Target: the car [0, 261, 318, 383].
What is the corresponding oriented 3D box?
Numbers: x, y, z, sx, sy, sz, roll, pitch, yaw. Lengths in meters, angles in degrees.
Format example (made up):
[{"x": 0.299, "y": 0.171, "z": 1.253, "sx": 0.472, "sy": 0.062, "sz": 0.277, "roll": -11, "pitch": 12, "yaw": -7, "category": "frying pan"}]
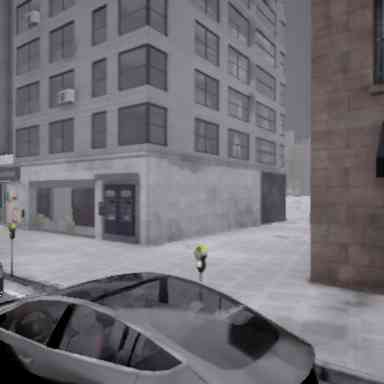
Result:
[{"x": -0.919, "y": 1.553, "z": 3.503, "sx": 4.313, "sy": 1.339, "sz": 1.947, "roll": 0, "pitch": 0, "yaw": 35, "category": "car"}]
